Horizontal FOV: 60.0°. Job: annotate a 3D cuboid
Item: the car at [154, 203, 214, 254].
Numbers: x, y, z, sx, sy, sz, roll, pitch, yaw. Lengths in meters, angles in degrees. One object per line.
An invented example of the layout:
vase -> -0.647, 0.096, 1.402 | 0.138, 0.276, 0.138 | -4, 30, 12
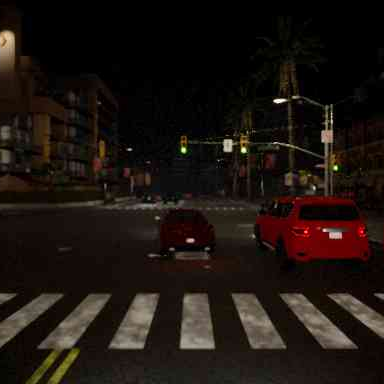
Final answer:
car -> -0.414, 1.418, 13.289 | 1.882, 1.535, 5.008 | 1, 0, -8

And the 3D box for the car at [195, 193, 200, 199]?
car -> 2.135, 1.115, 92.079 | 2.128, 1.511, 4.902 | 0, 0, -12

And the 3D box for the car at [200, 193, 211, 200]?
car -> 3.436, 1.249, 77.684 | 1.895, 1.301, 4.718 | 0, 0, 0

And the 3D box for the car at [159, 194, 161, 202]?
car -> -7.052, 1.068, 63.550 | 2.097, 1.767, 4.553 | 0, 0, 0

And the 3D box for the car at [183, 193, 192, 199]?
car -> -1.430, 0.945, 92.126 | 2.097, 1.767, 4.553 | 0, 0, -12

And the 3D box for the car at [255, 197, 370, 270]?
car -> 3.587, 1.171, 10.984 | 2.150, 2.045, 5.566 | 0, 0, 0

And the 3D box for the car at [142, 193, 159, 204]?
car -> -7.045, 1.318, 55.179 | 1.994, 1.385, 4.181 | 0, 0, 0

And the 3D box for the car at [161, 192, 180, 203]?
car -> -3.546, 0.972, 55.935 | 2.150, 2.045, 5.566 | 0, 0, 0

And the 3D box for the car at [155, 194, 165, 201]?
car -> -7.061, 1.172, 73.615 | 1.837, 1.490, 4.892 | 0, 0, 0
